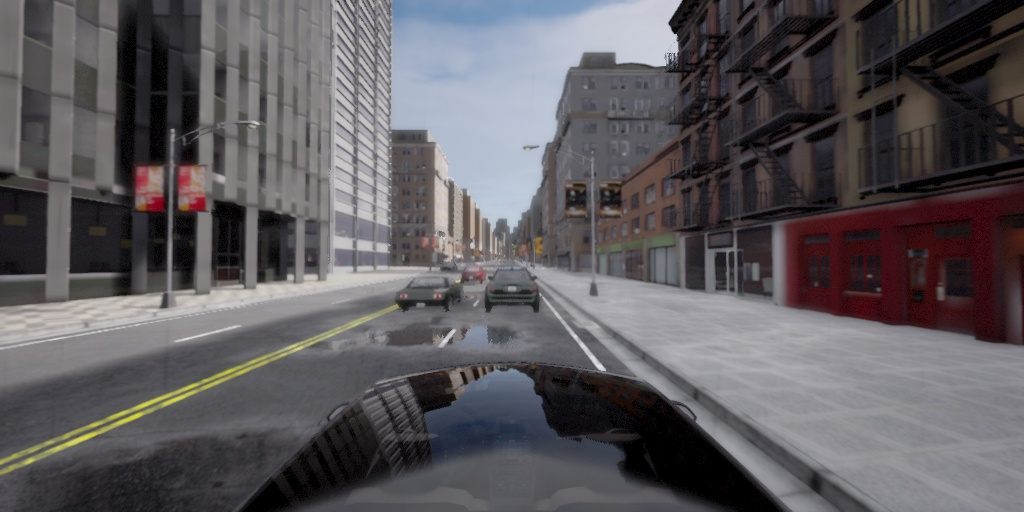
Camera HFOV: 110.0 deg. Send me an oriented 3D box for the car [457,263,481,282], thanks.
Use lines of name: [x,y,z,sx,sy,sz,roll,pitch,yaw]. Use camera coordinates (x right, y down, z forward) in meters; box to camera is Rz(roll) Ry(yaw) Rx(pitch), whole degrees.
car: [-3.226,1.566,30.672,1.812,1.442,4.674,0,0,0]

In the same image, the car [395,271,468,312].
car: [-3.230,1.488,15.029,1.895,1.301,4.718,0,-1,0]

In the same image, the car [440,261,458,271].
car: [-9.834,1.631,56.146,2.097,1.767,4.553,0,-1,0]

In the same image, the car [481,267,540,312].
car: [0.021,1.240,15.207,2.097,1.767,4.553,0,-1,0]
